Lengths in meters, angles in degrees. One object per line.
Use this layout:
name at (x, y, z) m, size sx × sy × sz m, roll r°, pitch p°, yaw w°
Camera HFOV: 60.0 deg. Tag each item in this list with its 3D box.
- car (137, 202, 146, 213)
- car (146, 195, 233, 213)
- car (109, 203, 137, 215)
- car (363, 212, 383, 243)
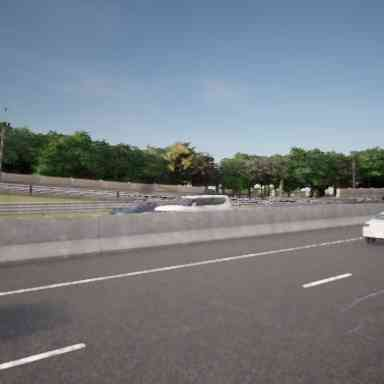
car at (-1.333, 1.605, 24.535) m, size 4.718 × 1.301 × 1.895 m, roll 0°, pitch 0°, yaw -35°
car at (0.170, 1.226, 21.309) m, size 5.566 × 2.045 × 2.150 m, roll 0°, pitch 0°, yaw -35°
car at (-3.971, 1.552, 26.953) m, size 5.357 × 1.411 × 2.033 m, roll 0°, pitch 0°, yaw -35°
car at (9.380, 1.530, 14.735) m, size 4.674 × 1.442 × 1.812 m, roll 0°, pitch 0°, yaw -36°
